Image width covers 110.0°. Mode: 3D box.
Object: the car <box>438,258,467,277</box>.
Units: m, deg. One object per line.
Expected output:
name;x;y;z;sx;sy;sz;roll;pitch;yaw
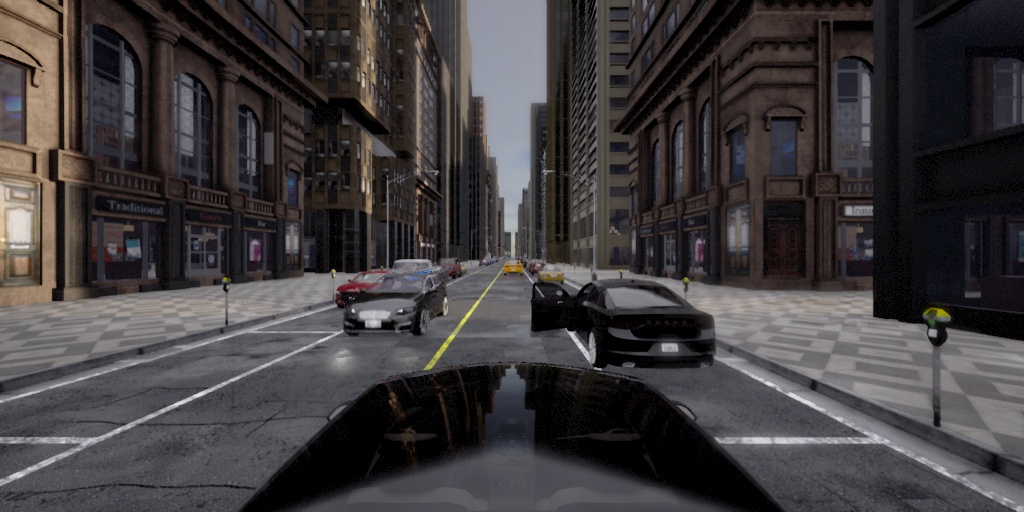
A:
car;-5.699;1.066;31.975;2.192;1.841;5.009;0;0;0

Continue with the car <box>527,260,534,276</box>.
car;2.838;1.334;37.590;1.802;1.307;4.207;0;0;0

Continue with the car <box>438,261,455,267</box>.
car;-5.710;1.301;26.357;2.007;1.370;4.403;0;0;0

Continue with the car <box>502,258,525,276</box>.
car;0.157;1.230;38.145;1.882;1.535;5.008;0;0;0

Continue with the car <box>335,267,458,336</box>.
car;-3.080;1.241;10.419;2.128;1.511;4.902;0;0;0

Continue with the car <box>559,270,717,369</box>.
car;2.376;1.227;7.863;1.882;1.535;5.008;0;0;0

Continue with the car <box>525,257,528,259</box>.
car;2.860;1.280;48.997;1.751;1.417;4.829;0;0;0

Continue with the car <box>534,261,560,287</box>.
car;2.815;1.276;26.522;1.751;1.417;4.829;0;0;0

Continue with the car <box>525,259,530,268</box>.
car;2.849;1.335;43.208;1.802;1.307;4.207;0;0;0

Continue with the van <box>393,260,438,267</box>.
van;-5.721;1.091;20.738;1.690;1.789;3.998;0;0;0
